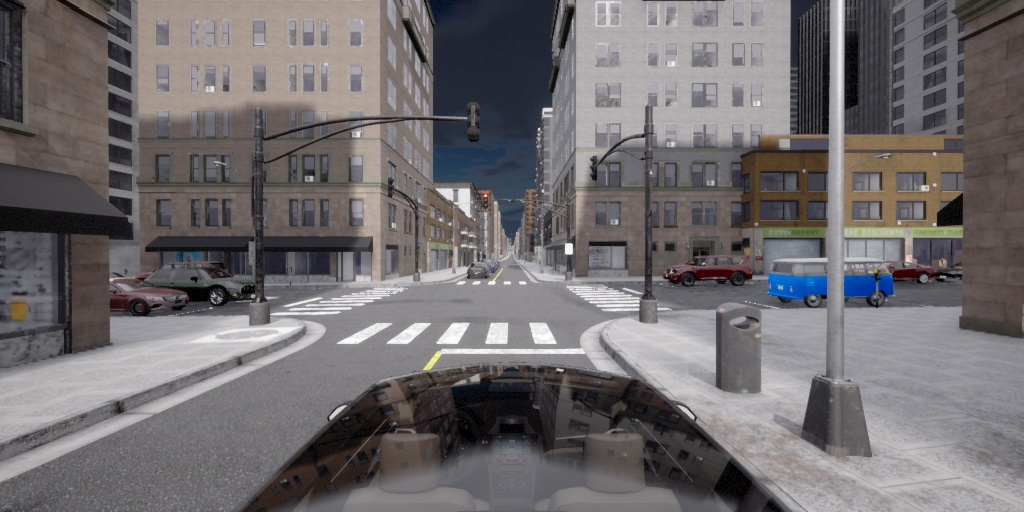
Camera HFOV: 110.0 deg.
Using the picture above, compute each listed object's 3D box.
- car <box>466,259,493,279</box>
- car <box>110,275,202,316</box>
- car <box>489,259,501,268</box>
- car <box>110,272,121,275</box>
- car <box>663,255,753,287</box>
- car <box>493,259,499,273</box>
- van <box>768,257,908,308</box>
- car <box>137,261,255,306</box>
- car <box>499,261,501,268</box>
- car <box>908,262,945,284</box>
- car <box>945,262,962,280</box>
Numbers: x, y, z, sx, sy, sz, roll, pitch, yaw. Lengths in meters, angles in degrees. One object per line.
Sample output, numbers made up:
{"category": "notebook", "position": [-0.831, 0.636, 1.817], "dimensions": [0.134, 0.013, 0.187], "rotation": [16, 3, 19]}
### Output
{"category": "car", "position": [-3.071, 1.260, 33.344], "dimensions": [1.837, 1.490, 4.892], "rotation": [0, 0, 0]}
{"category": "car", "position": [-14.810, 1.528, 13.670], "dimensions": [4.207, 1.307, 1.802], "rotation": [0, 0, 0]}
{"category": "car", "position": [-2.998, 1.300, 63.978], "dimensions": [1.837, 1.490, 4.892], "rotation": [0, 0, 0]}
{"category": "car", "position": [-26.005, 1.551, 22.176], "dimensions": [4.829, 1.417, 1.751], "rotation": [0, 0, 0]}
{"category": "car", "position": [12.111, 0.872, 22.243], "dimensions": [5.009, 1.841, 2.192], "rotation": [0, 0, 0]}
{"category": "car", "position": [-3.059, 1.116, 43.503], "dimensions": [2.097, 1.767, 4.553], "rotation": [0, 0, 0]}
{"category": "van", "position": [12.127, 0.957, 13.718], "dimensions": [3.998, 1.789, 1.690], "rotation": [0, 0, 0]}
{"category": "car", "position": [-13.999, 1.269, 16.312], "dimensions": [4.553, 1.767, 2.097], "rotation": [-1, 0, 0]}
{"category": "car", "position": [-3.049, 1.283, 53.651], "dimensions": [1.837, 1.490, 4.892], "rotation": [0, 0, 0]}
{"category": "car", "position": [23.328, 0.964, 22.263], "dimensions": [4.507, 1.381, 1.888], "rotation": [0, 0, 0]}
{"category": "car", "position": [28.938, 0.916, 22.273], "dimensions": [4.313, 1.339, 1.948], "rotation": [0, 0, 0]}
